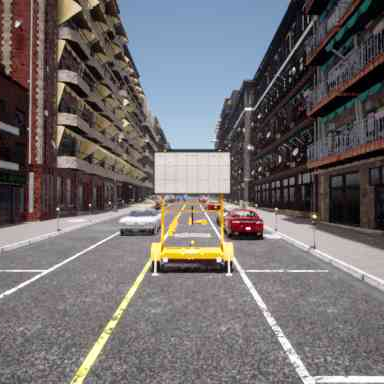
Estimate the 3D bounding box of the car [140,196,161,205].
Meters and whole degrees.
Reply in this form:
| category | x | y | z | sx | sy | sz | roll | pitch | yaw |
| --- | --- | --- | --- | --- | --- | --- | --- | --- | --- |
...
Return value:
| category | x | y | z | sx | sy | sz | roll | pitch | yaw |
| --- | --- | --- | --- | --- | --- | --- | --- | --- | --- |
| car | -5.207 | 1.593 | 39.717 | 1.752 | 1.417 | 4.829 | 2 | 0 | 0 |

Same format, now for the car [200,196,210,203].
| category | x | y | z | sx | sy | sz | roll | pitch | yaw |
| --- | --- | --- | --- | --- | --- | --- | --- | --- | --- |
| car | 2.756 | 1.625 | 72.992 | 1.967 | 1.590 | 4.097 | 1 | 0 | 0 |

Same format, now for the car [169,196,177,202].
| category | x | y | z | sx | sy | sz | roll | pitch | yaw |
| --- | --- | --- | --- | --- | --- | --- | --- | --- | --- |
| car | -5.099 | 1.830 | 89.662 | 1.947 | 1.339 | 4.313 | 1 | 0 | 0 |

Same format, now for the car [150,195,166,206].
| category | x | y | z | sx | sy | sz | roll | pitch | yaw |
| --- | --- | --- | --- | --- | --- | --- | --- | --- | --- |
| car | -5.189 | 1.398 | 45.419 | 2.192 | 1.841 | 5.009 | 2 | 0 | 0 |

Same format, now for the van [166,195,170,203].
| category | x | y | z | sx | sy | sz | roll | pitch | yaw |
| --- | --- | --- | --- | --- | --- | --- | --- | --- | --- |
| van | -5.165 | 1.459 | 56.478 | 1.690 | 1.788 | 3.998 | 2 | 0 | 0 |

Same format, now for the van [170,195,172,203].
| category | x | y | z | sx | sy | sz | roll | pitch | yaw |
| --- | --- | --- | --- | --- | --- | --- | --- | --- | --- |
| van | -5.154 | 1.480 | 62.010 | 1.690 | 1.788 | 3.998 | 1 | 0 | 0 |

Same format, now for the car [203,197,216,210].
| category | x | y | z | sx | sy | sz | roll | pitch | yaw |
| --- | --- | --- | --- | --- | --- | --- | --- | --- | --- |
| car | 2.672 | 1.613 | 39.806 | 1.887 | 1.381 | 4.507 | 1 | 0 | 0 |

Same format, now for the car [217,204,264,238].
| category | x | y | z | sx | sy | sz | roll | pitch | yaw |
| --- | --- | --- | --- | --- | --- | --- | --- | --- | --- |
| car | 2.624 | 1.564 | 17.684 | 1.887 | 1.381 | 4.507 | 1 | 0 | 0 |

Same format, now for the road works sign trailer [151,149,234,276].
| category | x | y | z | sx | sy | sz | roll | pitch | yaw |
| --- | --- | --- | --- | --- | --- | --- | --- | --- | --- |
| road works sign trailer | 0.013 | 0.473 | 10.378 | 2.380 | 3.560 | 2.880 | 0 | 0 | 0 |

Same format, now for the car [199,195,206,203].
| category | x | y | z | sx | sy | sz | roll | pitch | yaw |
| --- | --- | --- | --- | --- | --- | --- | --- | --- | --- |
| car | 2.722 | 1.683 | 61.930 | 1.887 | 1.381 | 4.507 | 1 | 0 | 0 |

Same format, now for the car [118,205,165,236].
| category | x | y | z | sx | sy | sz | roll | pitch | yaw |
| --- | --- | --- | --- | --- | --- | --- | --- | --- | --- |
| car | -2.810 | 1.622 | 18.858 | 1.895 | 1.301 | 4.718 | 0 | 0 | 0 |

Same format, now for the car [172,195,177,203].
| category | x | y | z | sx | sy | sz | roll | pitch | yaw |
| --- | --- | --- | --- | --- | --- | --- | --- | --- | --- |
| car | -5.129 | 1.500 | 73.070 | 2.192 | 1.841 | 5.009 | 1 | 0 | 0 |

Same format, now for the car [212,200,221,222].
| category | x | y | z | sx | sy | sz | roll | pitch | yaw |
| --- | --- | --- | --- | --- | --- | --- | --- | --- | --- |
| car | 2.637 | 1.554 | 23.386 | 1.752 | 1.417 | 4.829 | 1 | 0 | 0 |

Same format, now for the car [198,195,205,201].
| category | x | y | z | sx | sy | sz | roll | pitch | yaw |
| --- | --- | --- | --- | --- | --- | --- | --- | --- | --- |
| car | 2.762 | 1.734 | 95.117 | 1.967 | 1.590 | 4.097 | 1 | 0 | 0 |

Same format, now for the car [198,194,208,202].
| category | x | y | z | sx | sy | sz | roll | pitch | yaw |
| --- | --- | --- | --- | --- | --- | --- | --- | --- | --- |
| car | 2.741 | 1.550 | 84.054 | 2.192 | 1.841 | 5.009 | 1 | 0 | 0 |

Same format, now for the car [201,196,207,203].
| category | x | y | z | sx | sy | sz | roll | pitch | yaw |
| --- | --- | --- | --- | --- | --- | --- | --- | --- | --- |
| car | 2.684 | 1.634 | 45.338 | 2.008 | 1.369 | 4.403 | 1 | 0 | 0 |

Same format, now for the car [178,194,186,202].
| category | x | y | z | sx | sy | sz | roll | pitch | yaw |
| --- | --- | --- | --- | --- | --- | --- | --- | --- | --- |
| car | -2.571 | 1.442 | 80.822 | 2.150 | 2.045 | 5.566 | 0 | 0 | 0 |
